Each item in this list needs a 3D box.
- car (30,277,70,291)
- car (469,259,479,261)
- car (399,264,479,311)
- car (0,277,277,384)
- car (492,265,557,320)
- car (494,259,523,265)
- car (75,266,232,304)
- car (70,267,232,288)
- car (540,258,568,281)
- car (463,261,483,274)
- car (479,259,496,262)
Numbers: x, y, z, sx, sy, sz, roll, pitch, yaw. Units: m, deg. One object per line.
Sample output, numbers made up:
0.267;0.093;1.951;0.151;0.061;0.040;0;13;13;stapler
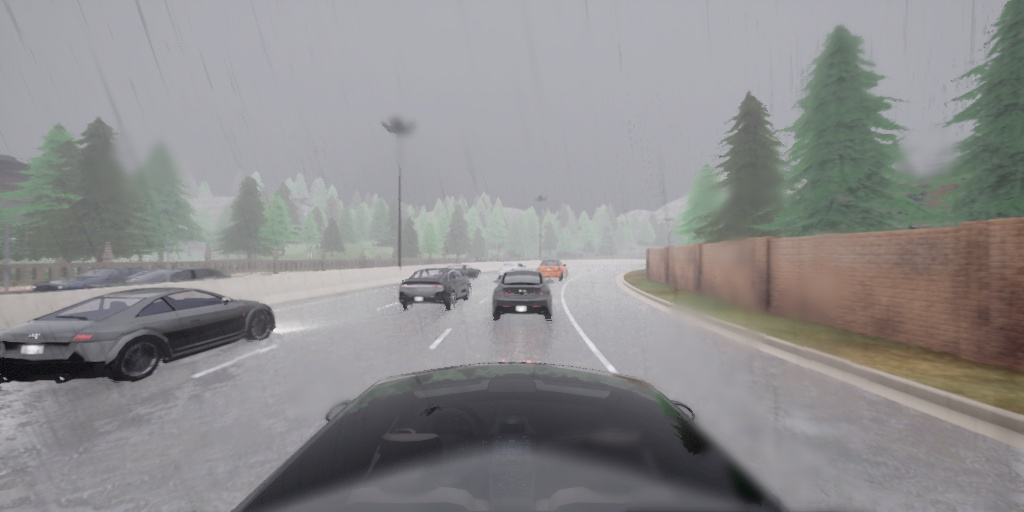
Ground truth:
-20.386;1.280;18.438;2.033;1.411;5.357;0;0;6;car
-6.491;1.192;60.950;1.837;1.490;4.892;0;0;30;car
-2.923;1.229;14.481;2.128;1.511;4.902;0;0;5;car
-6.832;1.308;7.142;1.994;1.385;4.181;0;0;1;car
0.410;1.244;12.586;1.837;1.490;4.892;0;0;3;car
0.172;1.245;31.489;1.812;1.442;4.674;0;0;15;car
-16.986;1.281;17.544;2.033;1.411;5.357;0;0;6;car
-13.672;1.241;14.416;1.837;1.490;4.892;-1;0;4;car
3.450;1.073;30.160;2.097;1.767;4.553;0;0;15;car
-4.109;1.323;29.006;1.895;1.301;4.718;0;0;13;car
-3.052;1.253;59.871;1.994;1.385;4.181;0;0;30;car
